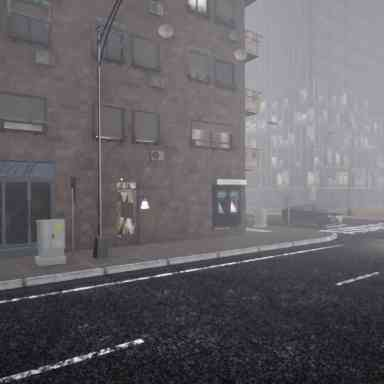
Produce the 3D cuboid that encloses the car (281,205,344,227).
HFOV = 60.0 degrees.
[{"bbox_3d":[9.020,1.722,25.319,2.128,1.511,4.902,-1,-1,-33],"label":"car"}]
